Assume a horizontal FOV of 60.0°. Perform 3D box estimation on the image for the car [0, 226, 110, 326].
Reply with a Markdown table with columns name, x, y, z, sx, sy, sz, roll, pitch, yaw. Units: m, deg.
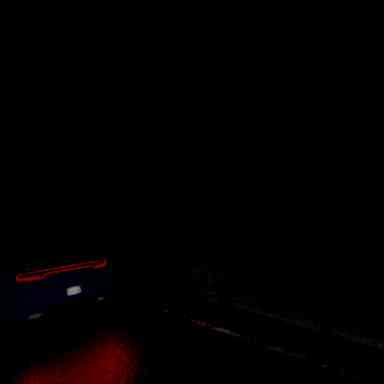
| name | x | y | z | sx | sy | sz | roll | pitch | yaw |
| --- | --- | --- | --- | --- | --- | --- | --- | --- | --- |
| car | -3.767 | 1.475 | 7.150 | 5.008 | 1.535 | 1.882 | 0 | 0 | 43 |
